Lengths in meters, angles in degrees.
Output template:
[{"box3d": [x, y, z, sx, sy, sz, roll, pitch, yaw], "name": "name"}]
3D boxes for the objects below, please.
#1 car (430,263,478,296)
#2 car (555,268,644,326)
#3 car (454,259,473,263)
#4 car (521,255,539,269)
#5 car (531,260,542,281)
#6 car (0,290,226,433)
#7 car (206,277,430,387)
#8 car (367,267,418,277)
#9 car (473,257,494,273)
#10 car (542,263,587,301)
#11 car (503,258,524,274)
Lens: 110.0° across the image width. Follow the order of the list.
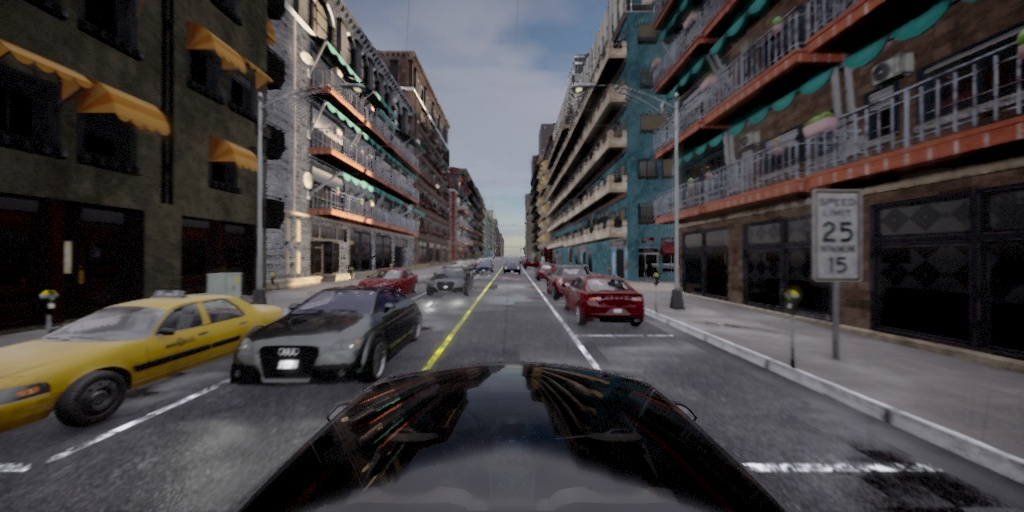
[{"box3d": [-3.097, 1.242, 18.703, 1.994, 1.385, 4.181, 0, 0, 0], "name": "car"}, {"box3d": [2.692, 1.254, 11.374, 1.888, 1.381, 4.507, 0, 0, 0], "name": "car"}, {"box3d": [-5.689, 1.121, 38.836, 1.751, 1.417, 4.829, 0, 0, 0], "name": "car"}, {"box3d": [2.693, 0.866, 50.039, 2.192, 1.841, 5.009, 0, 0, 0], "name": "car"}, {"box3d": [2.692, 1.223, 27.945, 1.802, 1.307, 4.207, 0, 0, 0], "name": "car"}, {"box3d": [-5.689, 1.258, 5.695, 1.751, 1.417, 4.829, 0, 0, 0], "name": "car"}, {"box3d": [-3.089, 1.292, 6.907, 1.994, 1.385, 4.181, 0, 0, -1], "name": "car"}, {"box3d": [-5.689, 1.231, 16.912, 1.888, 1.381, 4.507, 0, 0, 0], "name": "car"}, {"box3d": [-3.009, 1.137, 40.686, 2.033, 1.411, 5.357, 0, 0, 0], "name": "car"}, {"box3d": [2.692, 1.126, 16.898, 1.967, 1.591, 4.097, 0, 0, 0], "name": "car"}, {"box3d": [0.004, 1.203, 37.373, 1.895, 1.301, 4.718, 0, 0, 0], "name": "car"}]
